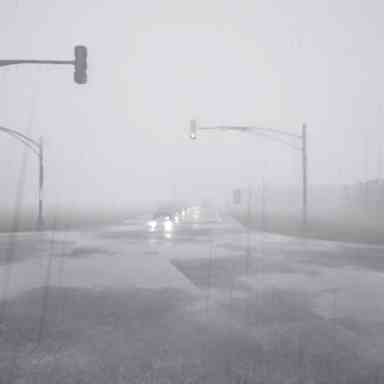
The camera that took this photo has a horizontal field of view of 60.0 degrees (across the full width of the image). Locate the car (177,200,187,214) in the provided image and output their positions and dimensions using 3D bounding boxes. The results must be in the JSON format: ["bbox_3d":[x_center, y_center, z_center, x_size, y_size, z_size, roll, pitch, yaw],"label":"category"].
[{"bbox_3d":[-2.243,1.996,42.539,2.128,1.511,4.902,0,-1,3],"label":"car"}]

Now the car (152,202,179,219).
[{"bbox_3d":[-2.721,1.999,33.224,1.895,1.301,4.718,0,-1,3],"label":"car"}]

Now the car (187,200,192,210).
[{"bbox_3d":[-1.682,2.100,51.885,2.128,1.511,4.902,0,-1,4],"label":"car"}]

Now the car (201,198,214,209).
[{"bbox_3d":[2.481,2.228,59.012,2.033,1.411,5.357,0,-1,3],"label":"car"}]
